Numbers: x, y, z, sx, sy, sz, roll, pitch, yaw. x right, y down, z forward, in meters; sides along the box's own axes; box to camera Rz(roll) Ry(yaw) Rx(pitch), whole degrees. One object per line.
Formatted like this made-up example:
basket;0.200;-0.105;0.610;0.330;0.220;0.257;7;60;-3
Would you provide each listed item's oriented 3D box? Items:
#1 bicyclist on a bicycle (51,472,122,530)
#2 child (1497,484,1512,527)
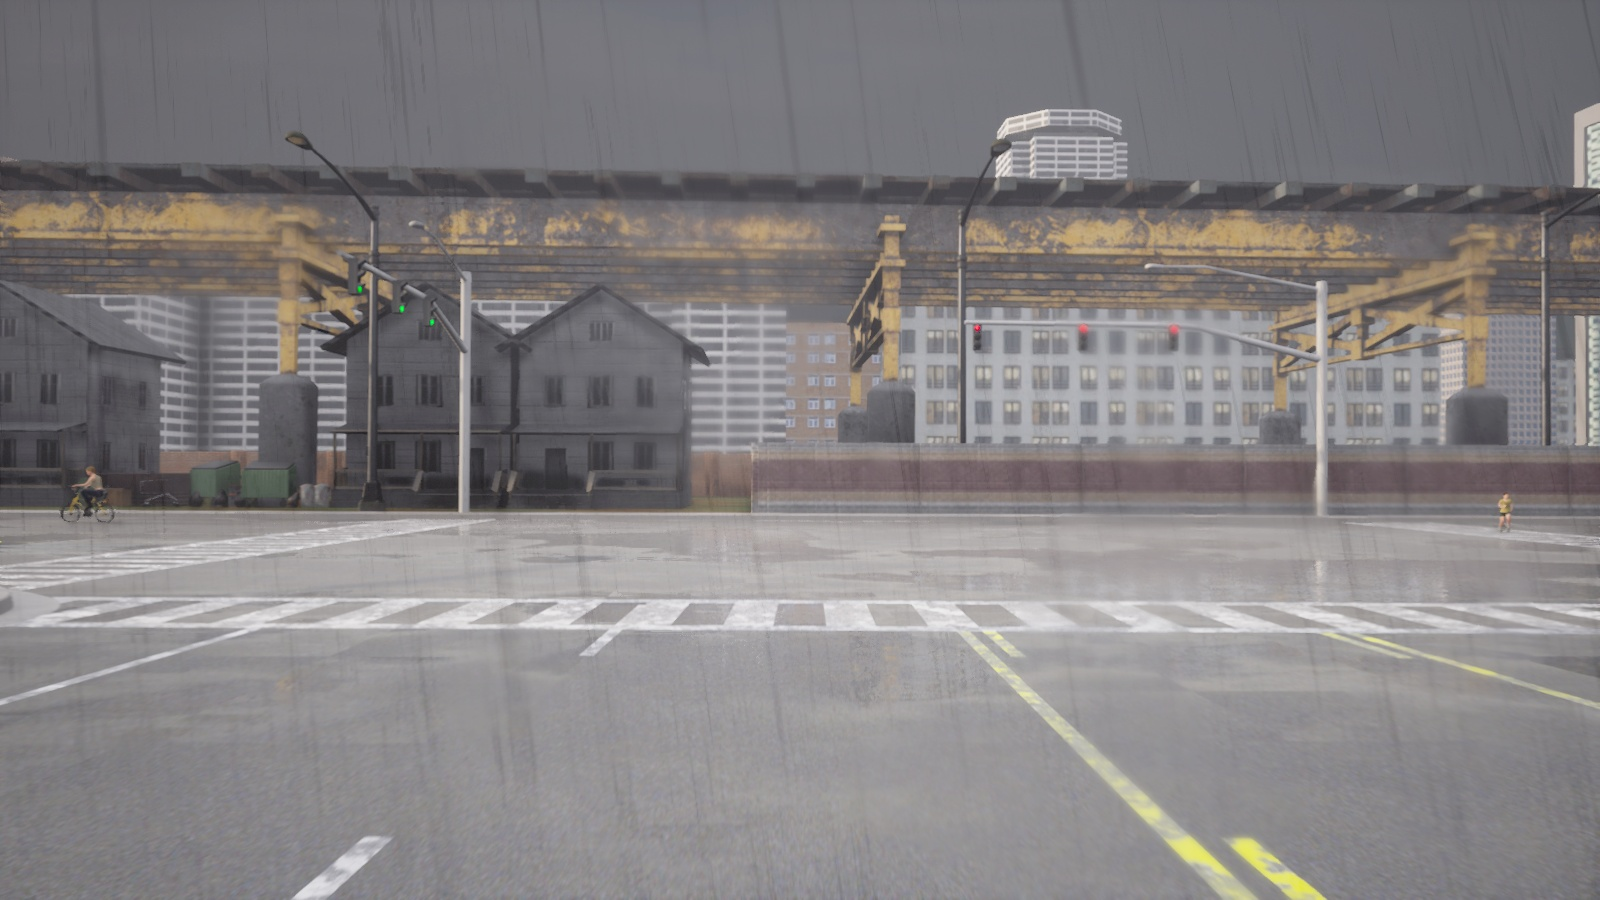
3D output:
bicyclist on a bicycle;-20.011;1.421;35.242;1.509;1.612;0.866;0;-1;0
child;18.500;1.458;32.984;0.255;1.110;0.394;-1;-1;18
